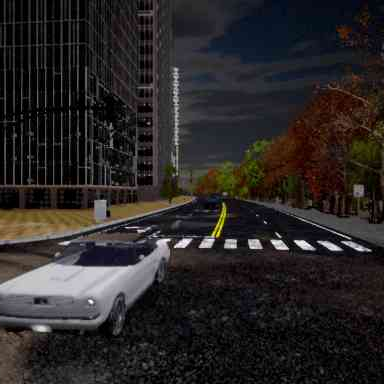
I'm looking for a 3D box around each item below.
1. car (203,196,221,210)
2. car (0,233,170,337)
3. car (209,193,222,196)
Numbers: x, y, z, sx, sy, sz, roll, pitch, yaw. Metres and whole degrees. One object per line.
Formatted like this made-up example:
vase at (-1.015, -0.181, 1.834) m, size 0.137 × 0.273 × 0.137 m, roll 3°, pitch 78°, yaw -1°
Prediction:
car at (2.478, 1.573, 42.355) m, size 1.994 × 1.385 × 4.181 m, roll 0°, pitch 0°, yaw 6°
car at (-1.831, 1.608, 6.882) m, size 1.895 × 1.301 × 4.718 m, roll 0°, pitch 0°, yaw 8°
car at (4.429, 1.117, 63.665) m, size 2.150 × 2.045 × 5.566 m, roll 0°, pitch 0°, yaw 4°
